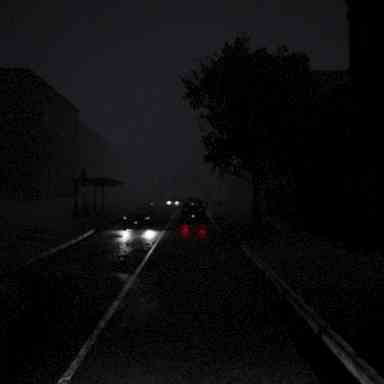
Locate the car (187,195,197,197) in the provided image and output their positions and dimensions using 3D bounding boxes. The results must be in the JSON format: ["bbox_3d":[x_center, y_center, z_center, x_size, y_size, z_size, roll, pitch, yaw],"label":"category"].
[{"bbox_3d":[0.051,1.216,42.827,1.837,1.490,4.892,0,1,0],"label":"car"}]

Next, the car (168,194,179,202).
[{"bbox_3d":[-3.515,1.108,62.189,1.895,1.301,4.718,0,1,0],"label":"car"}]

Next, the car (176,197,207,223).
[{"bbox_3d":[0.083,1.407,25.093,2.128,1.511,4.902,0,1,0],"label":"car"}]

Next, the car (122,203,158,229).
[{"bbox_3d":[-3.252,1.470,21.479,1.812,1.442,4.674,0,0,0],"label":"car"}]
